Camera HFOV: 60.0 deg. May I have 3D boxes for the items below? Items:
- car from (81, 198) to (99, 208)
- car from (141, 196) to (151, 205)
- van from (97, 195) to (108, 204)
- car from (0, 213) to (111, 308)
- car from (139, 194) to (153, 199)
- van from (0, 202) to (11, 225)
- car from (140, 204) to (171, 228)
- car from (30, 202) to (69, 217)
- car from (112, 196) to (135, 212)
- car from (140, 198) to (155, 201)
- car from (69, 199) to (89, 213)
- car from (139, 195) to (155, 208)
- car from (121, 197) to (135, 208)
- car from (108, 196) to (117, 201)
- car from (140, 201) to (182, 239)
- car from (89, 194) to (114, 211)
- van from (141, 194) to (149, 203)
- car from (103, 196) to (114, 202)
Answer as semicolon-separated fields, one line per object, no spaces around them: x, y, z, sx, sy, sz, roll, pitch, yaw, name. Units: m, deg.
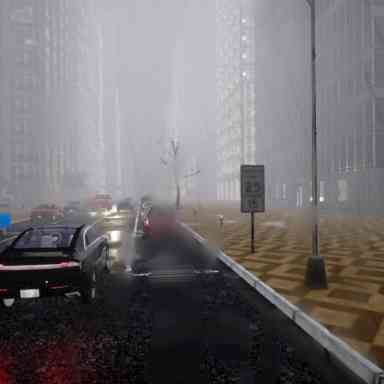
-15.227;1.654;49.730;1.947;1.339;4.313;0;0;-9;car
-8.683;1.577;62.391;1.752;1.417;4.829;0;0;-9;car
-17.803;1.447;66.602;1.690;1.788;3.998;0;0;-9;van
-3.108;1.503;8.018;2.128;1.511;4.902;0;0;-9;car
-6.080;1.349;45.352;2.192;1.841;5.009;0;0;-9;car
-10.194;1.395;15.971;1.690;1.788;3.998;0;0;-9;van
-2.581;1.576;22.868;1.947;1.339;4.313;0;0;-9;car
-11.802;1.610;27.235;1.887;1.381;4.507;0;0;-9;car
-7.799;1.534;39.118;2.128;1.511;4.902;0;0;-8;car
-4.364;1.604;34.104;1.802;1.307;4.206;0;0;-9;car
-13.510;1.642;38.481;1.947;1.339;4.313;0;0;-9;car
-6.939;1.354;50.976;2.192;1.841;5.009;0;0;-9;car
-9.382;1.531;49.188;1.882;1.535;5.008;0;0;-8;car
-21.239;1.683;89.097;2.008;1.369;4.403;0;0;-9;car
-1.667;1.444;17.253;1.967;1.590;4.097;0;0;-9;car
-11.385;1.286;42.335;2.150;2.045;5.566;0;0;-9;car
-10.374;1.405;73.471;1.690;1.788;3.998;0;0;-9;van
-19.521;1.685;77.850;1.947;1.339;4.313;0;0;-9;car
